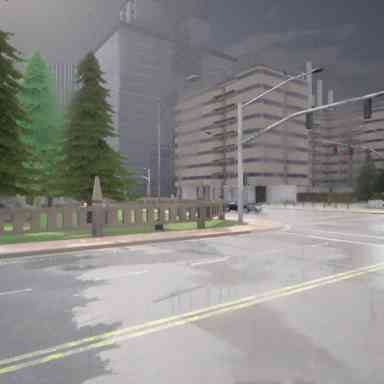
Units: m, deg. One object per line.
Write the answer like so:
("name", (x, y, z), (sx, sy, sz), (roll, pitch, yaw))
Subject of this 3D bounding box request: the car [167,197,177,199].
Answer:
("car", (-2.244, 1.478, 46.141), (1.882, 1.535, 5.008), (0, 0, -36))

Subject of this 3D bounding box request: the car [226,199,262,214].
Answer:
("car", (5.302, 1.491, 35.528), (2.128, 1.511, 4.902), (0, 0, -35))
